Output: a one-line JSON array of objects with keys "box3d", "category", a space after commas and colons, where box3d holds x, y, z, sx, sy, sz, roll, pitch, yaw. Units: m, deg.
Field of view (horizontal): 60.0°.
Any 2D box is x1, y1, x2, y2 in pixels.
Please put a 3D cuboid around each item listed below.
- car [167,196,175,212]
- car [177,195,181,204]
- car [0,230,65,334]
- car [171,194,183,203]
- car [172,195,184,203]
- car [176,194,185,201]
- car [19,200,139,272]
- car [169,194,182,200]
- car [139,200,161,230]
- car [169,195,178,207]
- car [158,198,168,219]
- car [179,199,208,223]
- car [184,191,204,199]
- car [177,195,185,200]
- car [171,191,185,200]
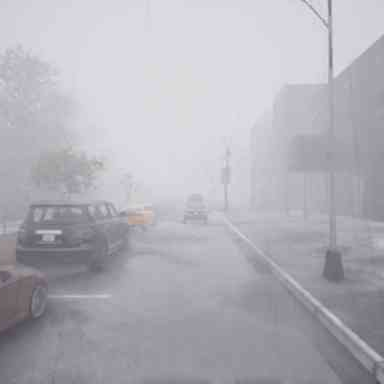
[{"box3d": [-3.415, 1.518, 36.799, 1.946, 1.575, 5.366, 0, 0, 3], "category": "car"}, {"box3d": [-3.347, 1.548, 48.736, 2.231, 1.521, 4.892, 0, -1, 3], "category": "car"}, {"box3d": [-3.627, 1.546, 4.369, 2.002, 1.452, 4.674, 0, 0, 1], "category": "car"}, {"box3d": [-3.209, 1.393, 70.884, 2.185, 1.767, 4.553, 0, 0, 3], "category": "car"}, {"box3d": [-3.184, 1.568, 76.488, 2.163, 1.488, 4.792, -1, 0, 3], "category": "car"}, {"box3d": [-3.095, 1.487, 87.735, 1.946, 1.575, 5.366, 0, 1, 3], "category": "car"}, {"box3d": [-3.585, 1.268, 11.114, 2.435, 2.045, 5.566, 0, 0, 1], "category": "car"}, {"box3d": [-3.312, 1.533, 54.277, 2.097, 1.535, 5.008, 0, 0, 3], "category": "car"}, {"box3d": [-3.521, 1.493, 20.998, 2.097, 1.535, 5.008, 0, 0, 3], "category": "car"}, {"box3d": [-3.382, 1.541, 43.180, 2.097, 1.535, 5.008, 0, 0, 3], "category": "car"}, {"box3d": [-3.487, 1.509, 26.546, 2.097, 1.535, 5.008, 0, 0, 3], "category": "car"}, {"box3d": [0.260, 1.554, 25.707, 2.033, 1.411, 5.357, 0, 0, 0], "category": "car"}, {"box3d": [0.369, 1.248, 43.026, 2.150, 2.045, 5.566, 0, 0, 0], "category": "car"}, {"box3d": [-3.064, 1.506, 93.872, 2.002, 1.452, 4.674, 0, 0, 3], "category": "car"}, {"box3d": [-3.255, 1.264, 63.230, 2.435, 2.045, 5.566, 0, 0, 3], "category": "car"}]
